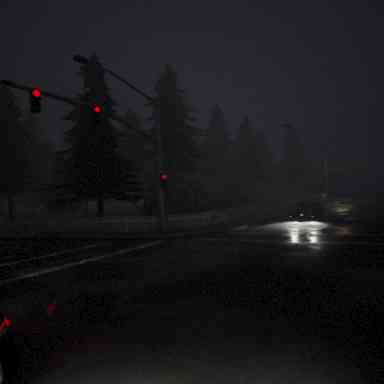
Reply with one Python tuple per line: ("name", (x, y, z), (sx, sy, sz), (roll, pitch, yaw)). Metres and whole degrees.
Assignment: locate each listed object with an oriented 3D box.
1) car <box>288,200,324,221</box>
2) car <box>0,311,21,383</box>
("car", (8.330, 1.308, 24.124), (1.994, 1.385, 4.181), (-3, 0, 29))
("car", (-3.742, 1.763, 2.692), (1.994, 1.385, 4.181), (-3, 0, 29))
